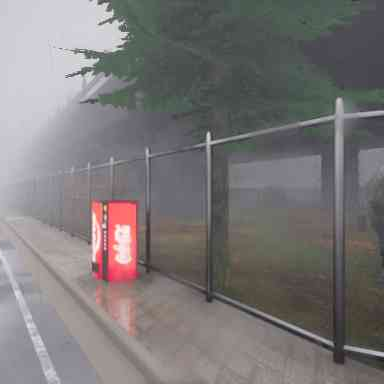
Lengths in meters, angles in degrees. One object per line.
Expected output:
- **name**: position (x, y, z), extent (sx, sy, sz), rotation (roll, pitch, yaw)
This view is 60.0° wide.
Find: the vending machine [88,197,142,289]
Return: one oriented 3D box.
- **vending machine**: position (-1.936, 1.194, 8.331), extent (1.100, 2.100, 0.880), rotation (0, 0, -33)
